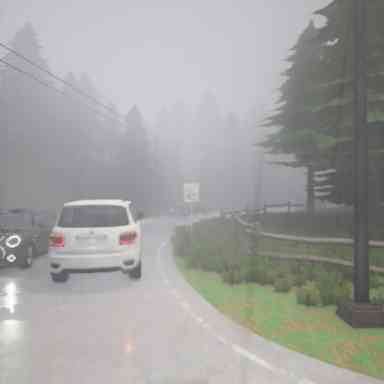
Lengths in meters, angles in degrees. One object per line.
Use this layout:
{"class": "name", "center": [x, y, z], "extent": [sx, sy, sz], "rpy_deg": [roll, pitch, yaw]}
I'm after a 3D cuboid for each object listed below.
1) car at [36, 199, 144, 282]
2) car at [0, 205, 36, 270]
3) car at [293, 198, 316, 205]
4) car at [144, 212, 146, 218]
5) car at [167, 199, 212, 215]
{"class": "car", "center": [-2.616, 1.221, 10.011], "extent": [2.150, 2.045, 5.566], "rpy_deg": [-1, 0, -9]}
{"class": "car", "center": [-5.854, 1.377, 11.159], "extent": [2.097, 1.767, 4.553], "rpy_deg": [-1, 0, -3]}
{"class": "car", "center": [13.779, 1.261, 38.869], "extent": [4.902, 1.511, 2.128], "rpy_deg": [-1, 0, -38]}
{"class": "car", "center": [-4.931, 1.587, 21.047], "extent": [1.895, 1.301, 4.718], "rpy_deg": [0, 0, 17]}
{"class": "car", "center": [-0.175, 1.409, 30.008], "extent": [2.128, 1.511, 4.902], "rpy_deg": [0, 0, 40]}
